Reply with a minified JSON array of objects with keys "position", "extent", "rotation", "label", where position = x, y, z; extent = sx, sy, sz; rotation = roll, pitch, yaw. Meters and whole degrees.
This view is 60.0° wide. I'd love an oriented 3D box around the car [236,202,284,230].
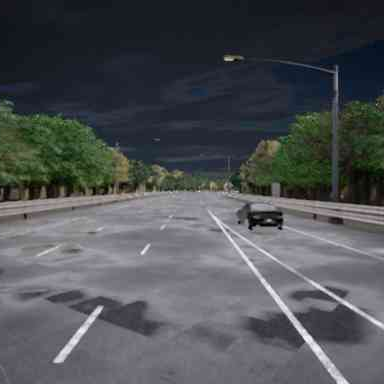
[{"position":[3.918,1.336,19.873],"extent":[1.882,1.535,5.008],"rotation":[0,0,-3],"label":"car"}]
